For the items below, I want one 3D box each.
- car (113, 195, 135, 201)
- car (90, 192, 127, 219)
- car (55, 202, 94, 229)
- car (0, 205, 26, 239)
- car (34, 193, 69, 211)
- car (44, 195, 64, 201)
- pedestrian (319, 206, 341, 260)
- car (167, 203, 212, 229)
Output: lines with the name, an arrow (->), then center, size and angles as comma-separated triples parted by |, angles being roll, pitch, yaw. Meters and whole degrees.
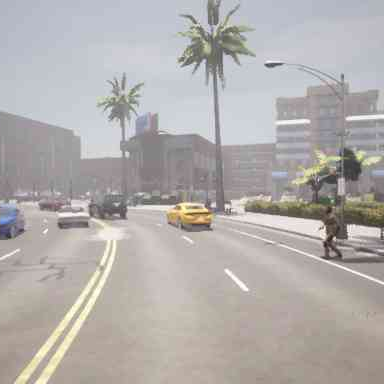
car -> -16.188, 1.419, 78.745 | 4.674, 1.452, 2.002 | 0, 0, 18
car -> -7.533, 1.219, 29.414 | 2.150, 2.045, 5.566 | 0, 0, -31
car -> -7.937, 1.601, 22.177 | 1.895, 1.301, 4.718 | 0, 0, -23
car -> -9.936, 1.477, 17.204 | 1.882, 1.535, 5.008 | 0, 0, -18
car -> -16.611, 1.352, 40.137 | 4.553, 1.767, 2.097 | 0, 0, 40
car -> -33.346, 1.405, 80.228 | 4.193, 1.474, 1.816 | 0, 0, 18
pedestrian -> 4.574, 1.294, 11.010 | 0.375, 1.860, 0.375 | 0, 0, -9
car -> -0.288, 1.477, 21.743 | 1.882, 1.535, 5.008 | 0, 0, -18
